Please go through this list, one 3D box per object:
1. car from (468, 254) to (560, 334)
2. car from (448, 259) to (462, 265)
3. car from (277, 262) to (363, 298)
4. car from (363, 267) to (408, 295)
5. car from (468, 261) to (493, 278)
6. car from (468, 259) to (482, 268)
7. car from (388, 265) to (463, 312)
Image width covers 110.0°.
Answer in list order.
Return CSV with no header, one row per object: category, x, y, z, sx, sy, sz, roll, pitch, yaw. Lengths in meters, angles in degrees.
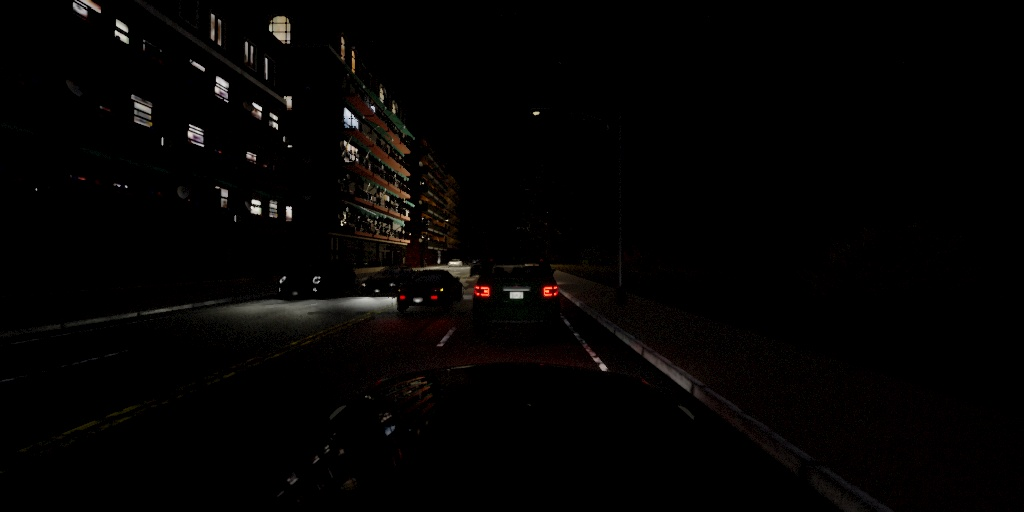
car,0.119,0.973,10.714,2.150,2.045,5.566,0,0,0
car,-9.656,1.274,61.377,1.812,1.442,4.674,0,0,0
car,-9.805,1.104,18.462,2.097,1.767,4.553,0,0,0
car,-6.549,1.299,20.059,2.033,1.411,5.357,0,0,0
car,-3.056,1.244,35.830,2.128,1.511,4.902,0,0,0
car,-6.397,1.313,62.713,1.994,1.385,4.181,0,0,1
car,-3.117,1.277,14.200,1.812,1.442,4.674,0,0,0
